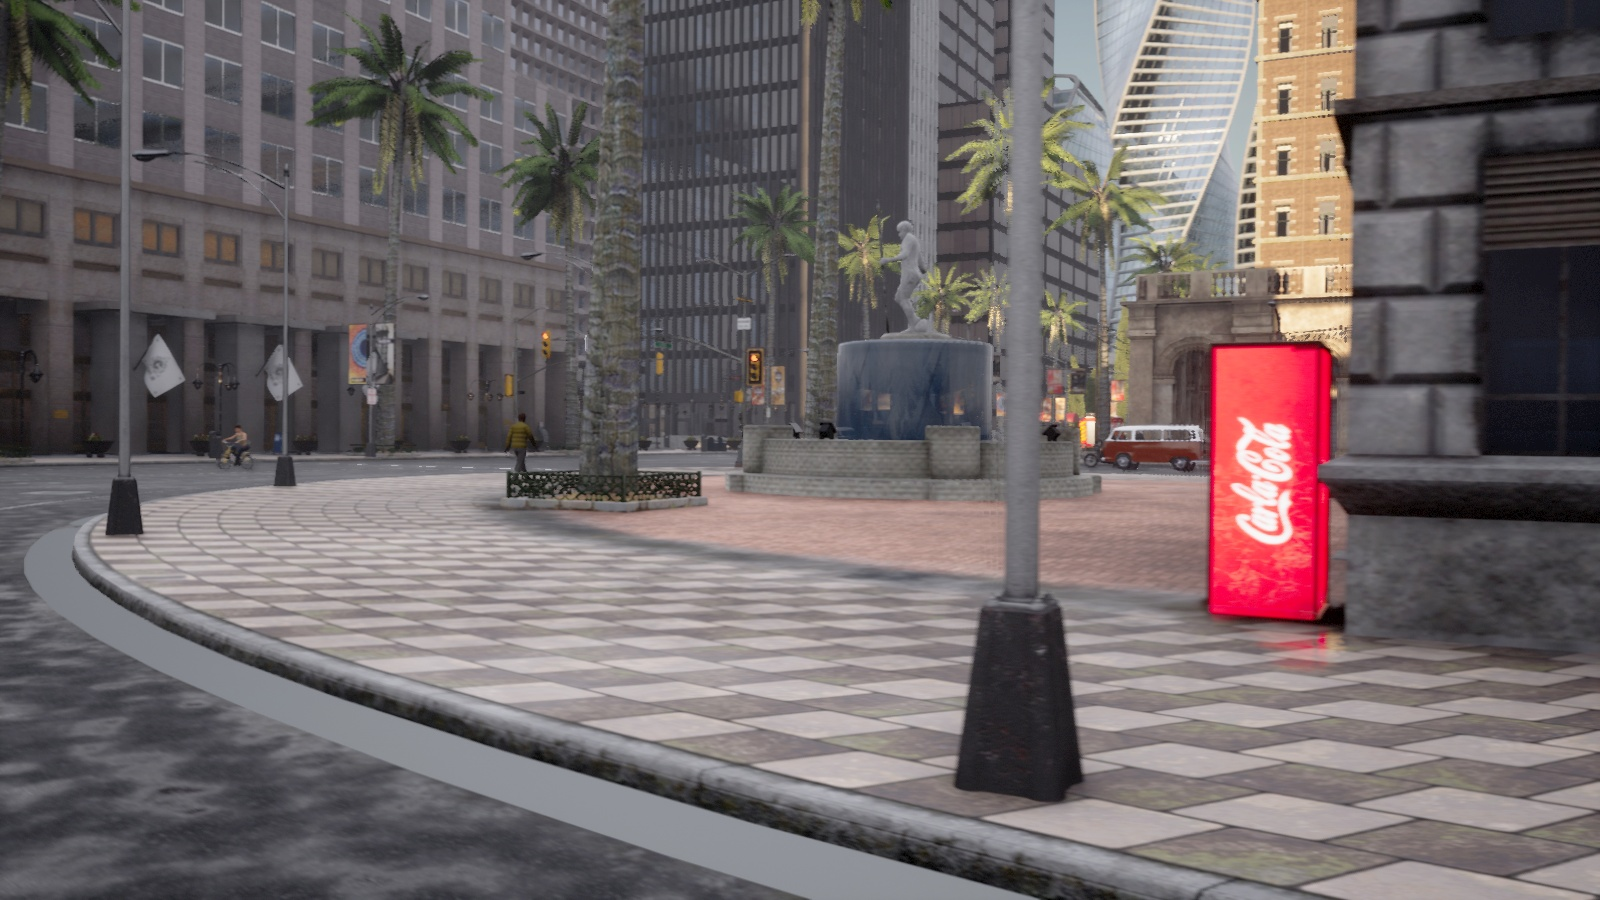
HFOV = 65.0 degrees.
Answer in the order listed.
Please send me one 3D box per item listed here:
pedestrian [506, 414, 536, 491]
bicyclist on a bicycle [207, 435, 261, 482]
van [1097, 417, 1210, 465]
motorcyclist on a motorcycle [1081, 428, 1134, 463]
[{"bbox_3d":[-6.765,0.057,30.488,0.370,1.835,0.726,0,1,19],"label":"pedestrian"},{"bbox_3d":[-19.916,0.273,44.222,0.866,1.612,1.509,0,1,25],"label":"bicyclist on a bicycle"},{"bbox_3d":[15.680,-0.390,55.725,4.480,2.038,2.069,0,1,27],"label":"van"},{"bbox_3d":[14.701,-0.208,60.063,2.350,1.649,0.766,0,1,27],"label":"motorcyclist on a motorcycle"}]
